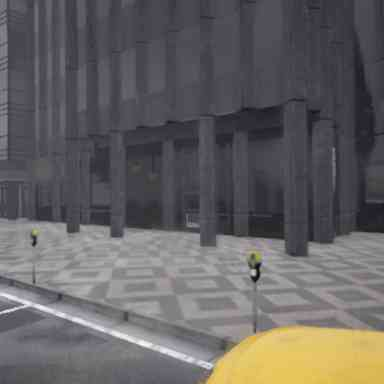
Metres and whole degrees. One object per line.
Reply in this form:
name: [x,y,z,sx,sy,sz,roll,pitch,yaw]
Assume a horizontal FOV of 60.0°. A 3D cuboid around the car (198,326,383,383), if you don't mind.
car: [2.425,1.448,1.710,5.366,1.575,1.801,-1,0,35]
